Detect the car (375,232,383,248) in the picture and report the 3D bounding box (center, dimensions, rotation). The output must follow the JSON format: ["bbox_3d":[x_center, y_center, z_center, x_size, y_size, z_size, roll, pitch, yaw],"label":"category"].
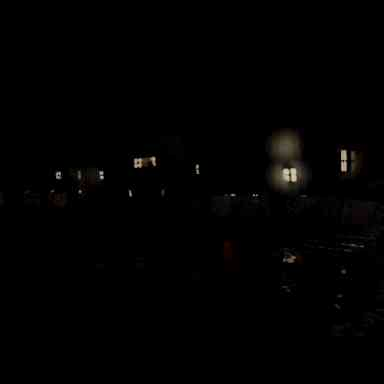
[{"bbox_3d":[9.273,1.583,11.134,2.033,1.411,5.357,-3,2,-41],"label":"car"}]

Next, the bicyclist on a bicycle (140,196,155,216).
[{"bbox_3d":[-3.685,1.118,27.512,0.582,1.620,1.656,0,3,38],"label":"bicyclist on a bicycle"}]
